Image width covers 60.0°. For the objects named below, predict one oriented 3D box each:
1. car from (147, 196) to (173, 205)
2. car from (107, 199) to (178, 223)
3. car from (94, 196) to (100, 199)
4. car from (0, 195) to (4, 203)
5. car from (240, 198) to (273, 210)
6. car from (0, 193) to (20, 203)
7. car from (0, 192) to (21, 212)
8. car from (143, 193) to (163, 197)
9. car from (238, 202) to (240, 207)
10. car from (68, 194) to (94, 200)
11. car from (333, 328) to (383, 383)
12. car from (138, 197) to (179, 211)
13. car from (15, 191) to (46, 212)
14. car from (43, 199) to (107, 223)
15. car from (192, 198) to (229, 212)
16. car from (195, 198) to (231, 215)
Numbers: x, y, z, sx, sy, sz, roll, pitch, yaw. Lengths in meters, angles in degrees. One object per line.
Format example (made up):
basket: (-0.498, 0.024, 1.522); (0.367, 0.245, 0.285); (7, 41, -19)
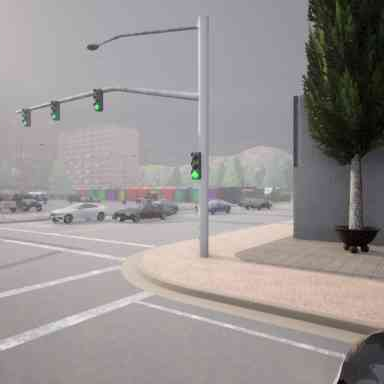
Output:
car: (-5.287, 1.395, 54.909); (3.806, 1.475, 1.970); (0, 0, 35)
car: (-3.750, 1.547, 26.310); (2.033, 1.411, 5.357); (0, 0, 36)
car: (-19.569, 1.364, 64.964); (3.905, 1.438, 1.784); (0, 0, 35)
car: (-38.304, 1.364, 64.563); (3.905, 1.438, 1.784); (0, 0, 35)
car: (8.684, 1.547, 43.017); (2.033, 1.411, 5.357); (0, 0, 37)
car: (-36.798, 1.153, 66.784); (4.605, 1.855, 1.932); (0, 0, 35)
car: (-19.964, 1.153, 34.162); (4.605, 1.855, 1.932); (0, 0, 35)
car: (-6.965, 1.156, 52.549); (3.866, 1.878, 1.905); (0, 0, 35)
car: (8.704, 1.548, 48.854); (2.033, 1.411, 5.357); (0, 0, 37)
car: (-21.292, 1.153, 62.635); (4.605, 1.855, 1.932); (0, 0, 35)
car: (3.319, 1.492, 1.599); (4.902, 1.511, 2.128); (0, 0, 36)
car: (-3.205, 1.526, 32.917); (1.812, 1.442, 4.674); (0, 0, 37)
car: (-18.250, 1.156, 36.495); (3.866, 1.878, 1.905); (0, 0, 35)
car: (-8.589, 1.526, 25.573); (1.812, 1.442, 4.674); (0, 0, 38)
car: (2.270, 1.491, 40.280); (2.128, 1.511, 4.902); (0, 0, 37)
car: (2.391, 1.526, 34.575); (1.812, 1.442, 4.674); (0, 0, 37)
